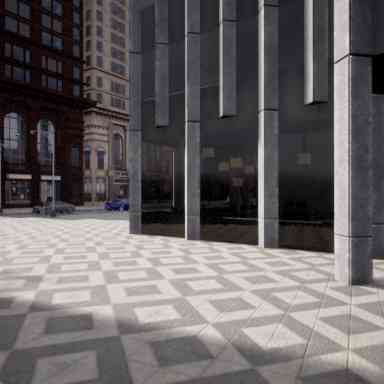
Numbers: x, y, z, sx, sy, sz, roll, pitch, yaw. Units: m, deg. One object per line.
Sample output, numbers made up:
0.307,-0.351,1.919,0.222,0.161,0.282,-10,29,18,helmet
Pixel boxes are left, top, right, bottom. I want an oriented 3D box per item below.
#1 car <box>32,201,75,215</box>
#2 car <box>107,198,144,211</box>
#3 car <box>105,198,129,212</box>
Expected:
-14.589,1.631,35.167,1.994,1.385,4.181,0,0,36,car
-8.632,1.601,43.496,1.837,1.490,4.892,0,0,36,car
-7.876,1.560,39.058,1.882,1.535,5.008,0,0,36,car
